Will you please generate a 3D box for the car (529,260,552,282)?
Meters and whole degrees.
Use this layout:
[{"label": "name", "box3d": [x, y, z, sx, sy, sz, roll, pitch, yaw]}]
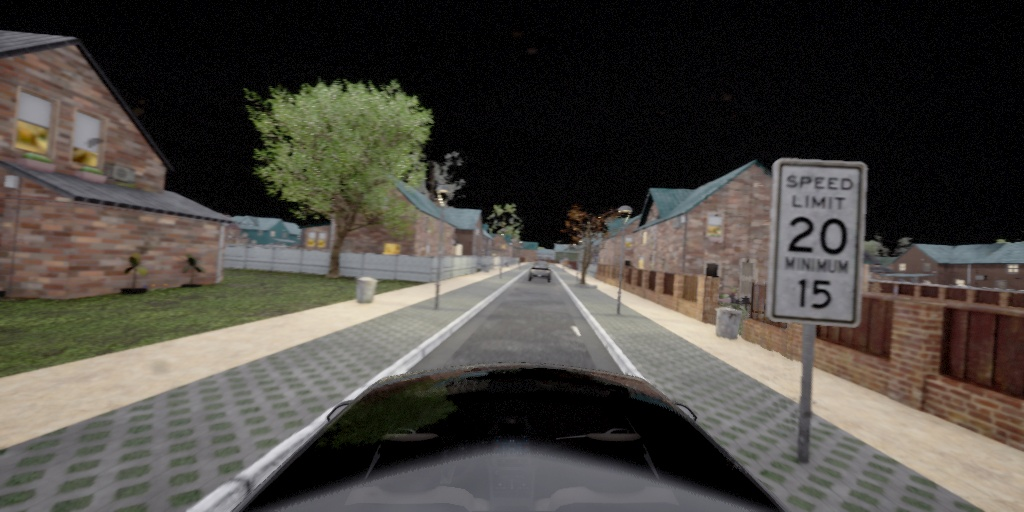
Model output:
[{"label": "car", "box3d": [2.464, 1.392, 31.265, 2.128, 1.511, 4.902, 4, 0, 5]}]
